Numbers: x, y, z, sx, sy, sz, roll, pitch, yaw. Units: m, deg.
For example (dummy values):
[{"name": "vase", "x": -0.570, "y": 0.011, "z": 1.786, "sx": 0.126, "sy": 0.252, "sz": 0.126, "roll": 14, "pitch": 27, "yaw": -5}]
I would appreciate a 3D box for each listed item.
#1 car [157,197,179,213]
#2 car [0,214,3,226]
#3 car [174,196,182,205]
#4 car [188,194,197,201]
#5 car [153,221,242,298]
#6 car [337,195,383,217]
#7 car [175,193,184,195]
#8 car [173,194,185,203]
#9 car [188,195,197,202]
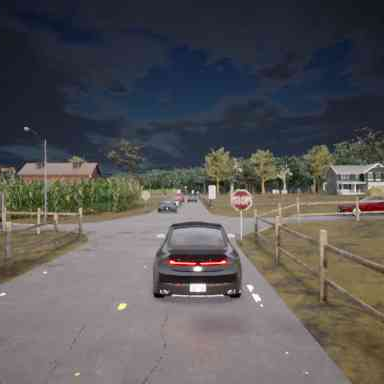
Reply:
[{"name": "car", "x": -2.641, "y": 1.546, "z": 35.763, "sx": 1.994, "sy": 1.385, "sz": 4.181, "roll": 0, "pitch": 0, "yaw": -3}, {"name": "car", "x": -15.331, "y": 1.667, "z": 22.655, "sx": 4.553, "sy": 1.767, "sz": 2.097, "roll": -1, "pitch": -2, "yaw": -2}, {"name": "car", "x": -2.796, "y": 1.570, "z": 46.975, "sx": 1.895, "sy": 1.301, "sz": 4.718, "roll": 0, "pitch": 0, "yaw": 0}, {"name": "car", "x": 0.075, "y": 1.308, "z": 80.362, "sx": 2.033, "sy": 1.411, "sz": 5.357, "roll": 0, "pitch": 0, "yaw": 0}, {"name": "car", "x": 0.106, "y": 1.508, "z": 8.521, "sx": 1.837, "sy": 1.490, "sz": 4.892, "roll": 0, "pitch": 0, "yaw": 0}, {"name": "car", "x": 13.786, "y": 1.026, "z": 25.536, "sx": 5.008, "sy": 1.535, "sz": 1.882, "roll": -2, "pitch": -2, "yaw": 0}, {"name": "car", "x": -2.688, "y": 1.167, "z": 69.304, "sx": 2.150, "sy": 2.045, "sz": 5.566, "roll": 0, "pitch": 0, "yaw": 0}, {"name": "car", "x": -2.744, "y": 1.557, "z": 58.444, "sx": 1.895, "sy": 1.301, "sz": 4.718, "roll": 0, "pitch": 0, "yaw": 1}, {"name": "car", "x": 0.064, "y": 1.490, "z": 70.349, "sx": 1.994, "sy": 1.385, "sz": 4.181, "roll": 0, "pitch": 0, "yaw": 0}]
